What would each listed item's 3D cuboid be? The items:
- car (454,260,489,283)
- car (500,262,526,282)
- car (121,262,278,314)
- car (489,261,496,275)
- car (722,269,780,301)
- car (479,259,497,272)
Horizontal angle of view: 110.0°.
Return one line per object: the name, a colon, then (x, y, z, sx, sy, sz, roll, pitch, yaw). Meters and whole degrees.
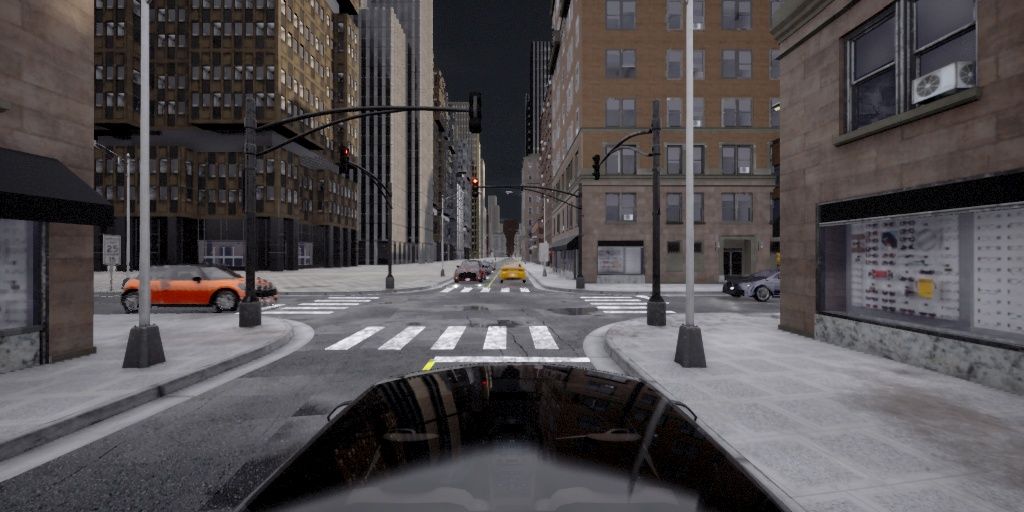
car: (-3.159, 1.103, 27.816, 2.097, 1.767, 4.553, 0, 0, 0)
car: (0.069, 1.229, 28.640, 1.882, 1.535, 5.008, 0, 0, 0)
car: (-11.464, 1.106, 13.448, 4.553, 1.767, 2.097, 0, 0, -3)
car: (-3.175, 1.299, 38.075, 2.033, 1.411, 5.357, 0, 0, 0)
car: (12.219, 1.313, 16.687, 4.181, 1.385, 1.994, 0, 0, -1)
car: (-3.189, 1.242, 48.493, 2.128, 1.511, 4.902, 0, 0, 0)
